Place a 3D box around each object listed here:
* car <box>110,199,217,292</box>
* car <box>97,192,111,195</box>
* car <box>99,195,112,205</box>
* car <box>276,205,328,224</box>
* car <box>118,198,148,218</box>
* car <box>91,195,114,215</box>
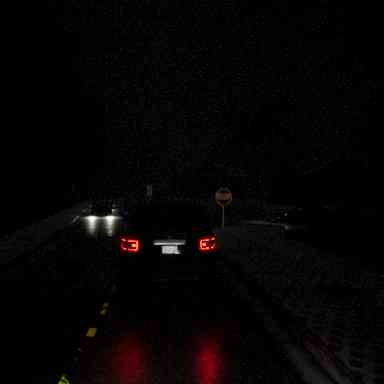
[{"bbox_3d":[-0.750,1.219,9.185,2.150,2.045,5.566,0,0,-7],"label":"car"},{"bbox_3d":[-11.302,1.014,42.640,2.150,2.045,5.566,1,0,-14],"label":"car"},{"bbox_3d":[-14.185,1.257,54.555,1.837,1.490,4.892,1,0,-13],"label":"car"},{"bbox_3d":[8.936,1.768,26.210,4.674,1.442,1.812,1,-3,-14],"label":"car"},{"bbox_3d":[-5.497,1.374,30.511,1.882,1.535,5.008,-1,1,-19],"label":"car"},{"bbox_3d":[-8.766,1.333,32.429,1.882,1.535,5.008,1,0,-14],"label":"car"}]
